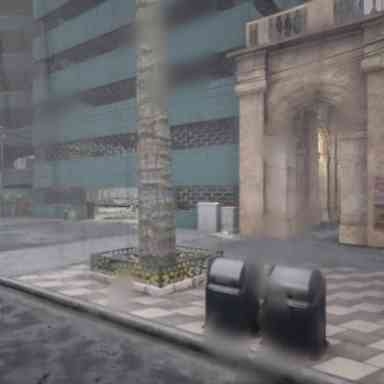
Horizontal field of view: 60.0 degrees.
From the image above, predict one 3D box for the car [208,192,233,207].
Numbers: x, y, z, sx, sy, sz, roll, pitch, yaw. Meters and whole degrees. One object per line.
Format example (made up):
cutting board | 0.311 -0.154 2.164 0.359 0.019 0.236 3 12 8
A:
car | 3.109 1.026 23.539 5.566 2.045 2.435 0 0 36
